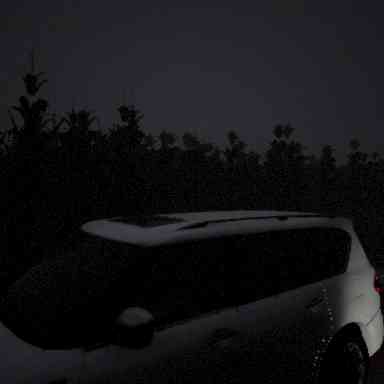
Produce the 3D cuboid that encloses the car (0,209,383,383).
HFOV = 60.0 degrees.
[{"bbox_3d":[-0.306,1.240,3.277,5.566,2.045,2.150,1,-1,-35],"label":"car"}]
